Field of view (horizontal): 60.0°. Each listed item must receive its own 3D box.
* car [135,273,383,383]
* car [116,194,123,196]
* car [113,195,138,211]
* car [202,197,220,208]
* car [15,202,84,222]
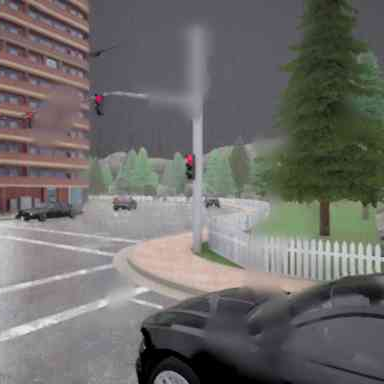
[{"bbox_3d":[1.691,1.477,2.782,5.008,1.535,1.882,0,0,36],"label":"car"},{"bbox_3d":[-11.966,1.216,57.088,2.097,1.767,4.553,0,0,-28],"label":"car"},{"bbox_3d":[-7.616,1.439,38.590,2.033,1.411,5.357,0,0,3],"label":"car"},{"bbox_3d":[2.562,1.404,45.628,1.837,1.490,4.892,1,0,-6],"label":"car"},{"bbox_3d":[-10.796,1.448,25.730,2.033,1.411,5.357,0,0,24],"label":"car"}]
